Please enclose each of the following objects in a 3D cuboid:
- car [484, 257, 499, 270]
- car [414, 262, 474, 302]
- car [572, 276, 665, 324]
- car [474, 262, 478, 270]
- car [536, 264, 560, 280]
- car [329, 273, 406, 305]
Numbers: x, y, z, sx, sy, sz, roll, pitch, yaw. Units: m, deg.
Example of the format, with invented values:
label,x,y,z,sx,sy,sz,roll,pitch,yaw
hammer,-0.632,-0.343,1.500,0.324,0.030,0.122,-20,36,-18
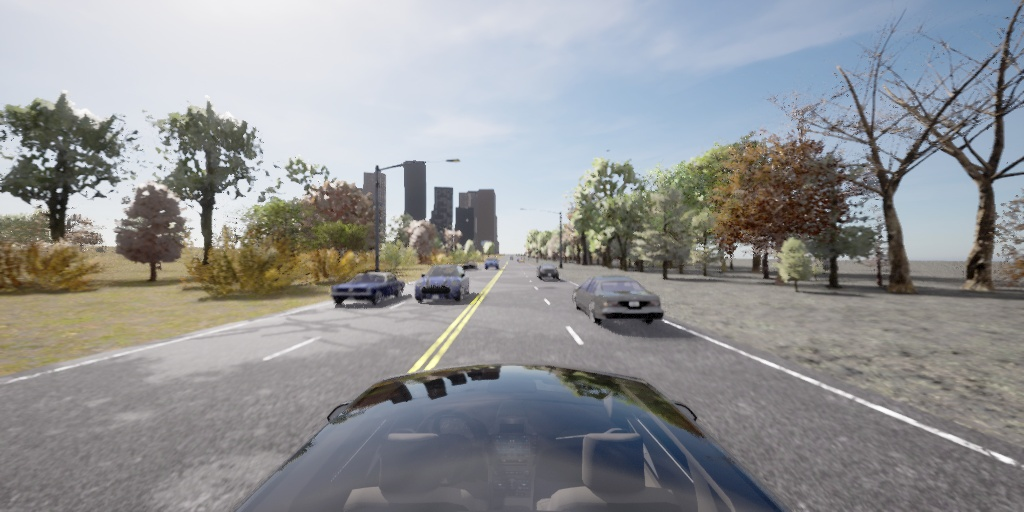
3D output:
label,x,y,z,sx,sy,sz,roll,pitch,yaw
car,-3.311,1.226,59.187,2.150,2.045,5.566,0,0,1
car,-3.354,1.226,17.951,2.097,1.767,4.553,0,0,0
car,3.347,1.378,12.341,2.033,1.411,5.357,0,0,0
car,-6.572,1.606,57.750,1.895,1.301,4.718,0,0,1
car,3.343,1.479,34.044,1.812,1.442,4.674,0,0,0
car,-6.605,1.467,16.906,1.895,1.301,4.718,0,0,0
